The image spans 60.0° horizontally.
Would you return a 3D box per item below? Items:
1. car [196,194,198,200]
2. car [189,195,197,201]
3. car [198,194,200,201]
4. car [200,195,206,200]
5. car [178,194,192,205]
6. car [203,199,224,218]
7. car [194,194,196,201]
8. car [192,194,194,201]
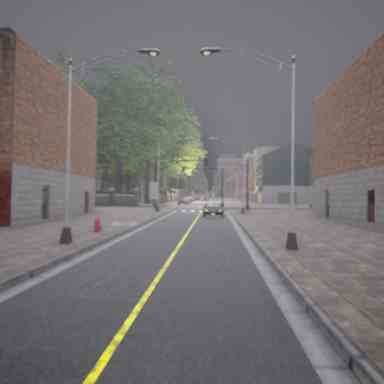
[{"bbox_3d":[-0.220,1.659,83.453,1.802,1.307,4.206,2,0,3],"label":"car"},{"bbox_3d":[0.418,1.566,94.335,1.967,1.590,4.097,2,0,3],"label":"car"},{"bbox_3d":[0.106,1.415,88.894,2.192,1.841,5.009,2,0,3],"label":"car"},{"bbox_3d":[2.734,1.650,89.048,2.128,1.511,4.902,1,0,3],"label":"car"},{"bbox_3d":[-1.612,1.557,60.008,2.008,1.369,4.403,2,0,3],"label":"car"},{"bbox_3d":[2.018,1.639,31.080,1.895,1.301,4.718,1,0,4],"label":"car"},{"bbox_3d":[-0.853,1.605,72.571,1.947,1.339,4.313,2,0,3],"label":"car"},{"bbox_3d":[-1.170,1.575,67.130,2.008,1.369,4.403,2,0,3],"label":"car"}]
